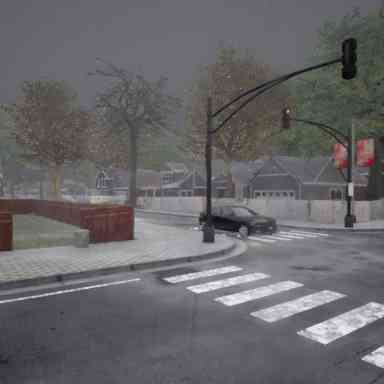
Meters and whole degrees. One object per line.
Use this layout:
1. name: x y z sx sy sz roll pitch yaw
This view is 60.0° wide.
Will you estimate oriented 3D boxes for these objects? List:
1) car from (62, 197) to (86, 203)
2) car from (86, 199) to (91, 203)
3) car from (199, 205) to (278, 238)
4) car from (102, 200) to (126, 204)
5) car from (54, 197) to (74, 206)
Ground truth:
1. car: -15.842 1.585 43.694 1.812 1.442 4.674 0 0 -35
2. car: -16.569 1.651 49.678 1.994 1.385 4.181 0 0 -35
3. car: 2.364 1.489 18.129 1.882 1.535 5.008 0 0 -36
4. car: -7.249 1.528 31.609 2.128 1.511 4.902 0 -1 -35
5. car: -22.218 1.598 57.493 2.128 1.511 4.902 0 0 -36
